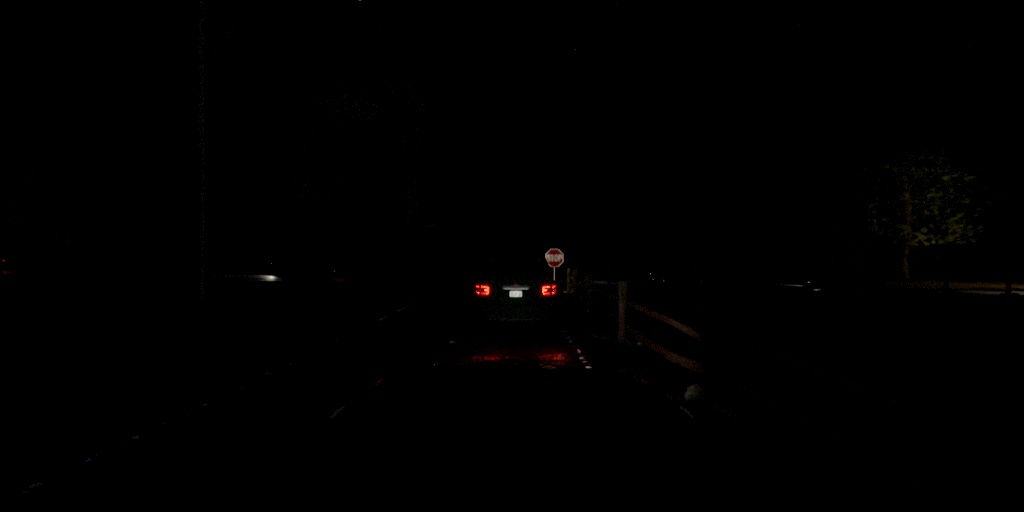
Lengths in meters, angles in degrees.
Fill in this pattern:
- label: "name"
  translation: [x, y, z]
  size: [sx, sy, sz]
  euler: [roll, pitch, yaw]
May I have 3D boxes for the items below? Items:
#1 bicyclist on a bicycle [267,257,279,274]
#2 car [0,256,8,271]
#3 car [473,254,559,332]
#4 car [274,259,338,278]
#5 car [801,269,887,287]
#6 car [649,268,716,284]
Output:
- label: "bicyclist on a bicycle"
  translation: [-21.995, 0.873, 33.108]
  size: [0.582, 1.620, 1.656]
  euler: [1, 0, 2]
- label: "car"
  translation: [-47.020, 0.378, 31.064]
  size: [4.553, 1.767, 2.097]
  euler: [1, 0, 3]
- label: "car"
  translation: [0.104, 0.970, 10.953]
  size: [2.150, 2.045, 5.566]
  euler: [0, 0, 0]
- label: "car"
  translation: [-17.107, 0.992, 29.813]
  size: [4.902, 1.511, 2.128]
  euler: [1, 0, 3]
- label: "car"
  translation: [25.970, 1.696, 28.104]
  size: [5.357, 1.411, 2.033]
  euler: [1, 0, 1]
- label: "car"
  translation: [13.464, 1.565, 28.577]
  size: [4.718, 1.301, 1.895]
  euler: [1, 0, 1]
